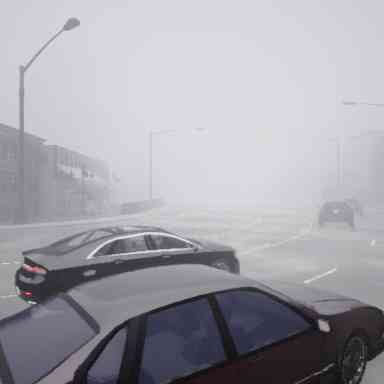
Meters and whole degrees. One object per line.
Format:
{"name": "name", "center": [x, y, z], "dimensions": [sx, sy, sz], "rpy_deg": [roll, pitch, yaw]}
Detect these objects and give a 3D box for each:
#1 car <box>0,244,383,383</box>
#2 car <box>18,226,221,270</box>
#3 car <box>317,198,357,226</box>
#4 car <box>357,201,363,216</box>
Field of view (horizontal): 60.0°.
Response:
{"name": "car", "center": [-0.049, 1.547, 3.489], "dimensions": [5.357, 1.411, 2.033], "rpy_deg": [0, 0, -35]}
{"name": "car", "center": [-1.081, 1.493, 7.238], "dimensions": [4.902, 1.511, 2.128], "rpy_deg": [0, 0, -36]}
{"name": "car", "center": [10.005, 1.352, 23.522], "dimensions": [2.097, 1.767, 4.553], "rpy_deg": [0, 0, 19]}
{"name": "car", "center": [14.759, 1.352, 32.405], "dimensions": [2.097, 1.767, 4.553], "rpy_deg": [0, 0, 5]}
